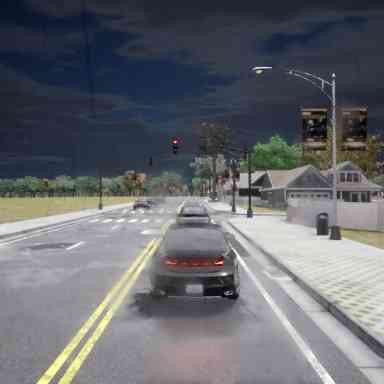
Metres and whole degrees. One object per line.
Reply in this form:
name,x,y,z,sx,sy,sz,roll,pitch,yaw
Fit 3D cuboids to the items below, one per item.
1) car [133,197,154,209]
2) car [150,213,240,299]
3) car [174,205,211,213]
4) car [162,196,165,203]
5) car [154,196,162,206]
car,-6.663,1.573,45.001,1.994,1.385,4.181,0,0,0
car,0.071,1.510,8.451,1.837,1.490,4.892,0,0,1
car,0.047,1.501,18.720,2.128,1.511,4.902,0,0,-2
car,-6.607,1.484,68.085,1.882,1.535,5.008,0,0,0
car,-6.666,1.568,55.202,1.994,1.385,4.181,0,0,0
